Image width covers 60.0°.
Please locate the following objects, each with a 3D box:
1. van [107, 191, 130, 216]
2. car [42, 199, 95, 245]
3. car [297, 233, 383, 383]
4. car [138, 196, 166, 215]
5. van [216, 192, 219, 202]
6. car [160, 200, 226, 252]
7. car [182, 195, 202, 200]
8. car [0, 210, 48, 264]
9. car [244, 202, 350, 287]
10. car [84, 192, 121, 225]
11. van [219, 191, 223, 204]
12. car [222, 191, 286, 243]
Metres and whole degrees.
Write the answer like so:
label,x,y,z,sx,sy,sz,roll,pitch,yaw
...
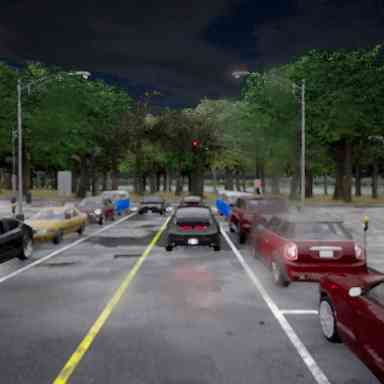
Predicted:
label,x,y,z,sx,sy,sz,roll,pitch,yaw
van,-5.796,0.816,25.050,1.690,1.788,3.998,0,1,0
car,-5.782,1.232,14.012,1.752,1.417,4.829,0,1,0
car,2.756,1.469,3.319,1.887,1.381,4.507,0,1,0
car,-3.028,0.990,26.498,2.033,1.411,5.357,0,1,0
van,2.729,0.808,25.060,1.690,1.788,3.998,0,1,0
car,0.046,1.234,12.595,1.837,1.490,4.892,0,1,0
car,-0.020,0.981,24.762,1.837,1.490,4.892,0,1,-1
car,-5.776,1.383,8.746,1.947,1.339,4.313,0,1,0
car,2.749,1.250,8.753,1.967,1.590,4.097,0,1,0
car,-5.789,1.029,19.616,1.967,1.590,4.097,0,1,0
van,2.736,0.922,19.624,1.690,1.788,3.998,0,1,0
car,2.742,1.010,14.187,2.192,1.841,5.009,0,1,0
